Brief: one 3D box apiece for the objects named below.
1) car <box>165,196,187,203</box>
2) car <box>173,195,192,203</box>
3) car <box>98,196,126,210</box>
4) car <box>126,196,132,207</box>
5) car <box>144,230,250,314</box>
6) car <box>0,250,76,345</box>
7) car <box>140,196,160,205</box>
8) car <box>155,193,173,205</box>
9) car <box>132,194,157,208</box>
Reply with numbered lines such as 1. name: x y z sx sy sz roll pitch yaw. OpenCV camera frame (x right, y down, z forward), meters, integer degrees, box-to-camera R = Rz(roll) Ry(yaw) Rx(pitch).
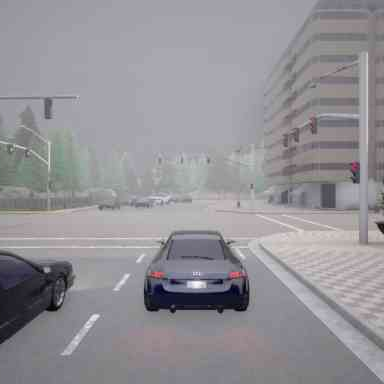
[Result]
1. car: -3.375 1.540 71.564 2.033 1.411 5.357 0 0 31
2. car: -1.819 1.352 67.117 2.097 1.767 4.553 0 0 28
3. car: -10.477 1.547 42.820 2.033 1.411 5.357 0 0 1
4. car: -9.853 1.352 52.283 2.097 1.767 4.553 0 0 6
5. car: 0.090 1.564 7.729 1.994 1.385 4.181 0 0 0
6. car: -3.428 1.547 4.694 2.033 1.411 5.357 0 0 0
7. car: -7.769 1.526 62.177 1.812 1.442 4.674 0 0 20
8. car: -5.551 1.221 57.604 2.150 2.045 5.566 0 0 15
9. car: -6.778 1.477 47.586 1.882 1.535 5.008 0 0 3
